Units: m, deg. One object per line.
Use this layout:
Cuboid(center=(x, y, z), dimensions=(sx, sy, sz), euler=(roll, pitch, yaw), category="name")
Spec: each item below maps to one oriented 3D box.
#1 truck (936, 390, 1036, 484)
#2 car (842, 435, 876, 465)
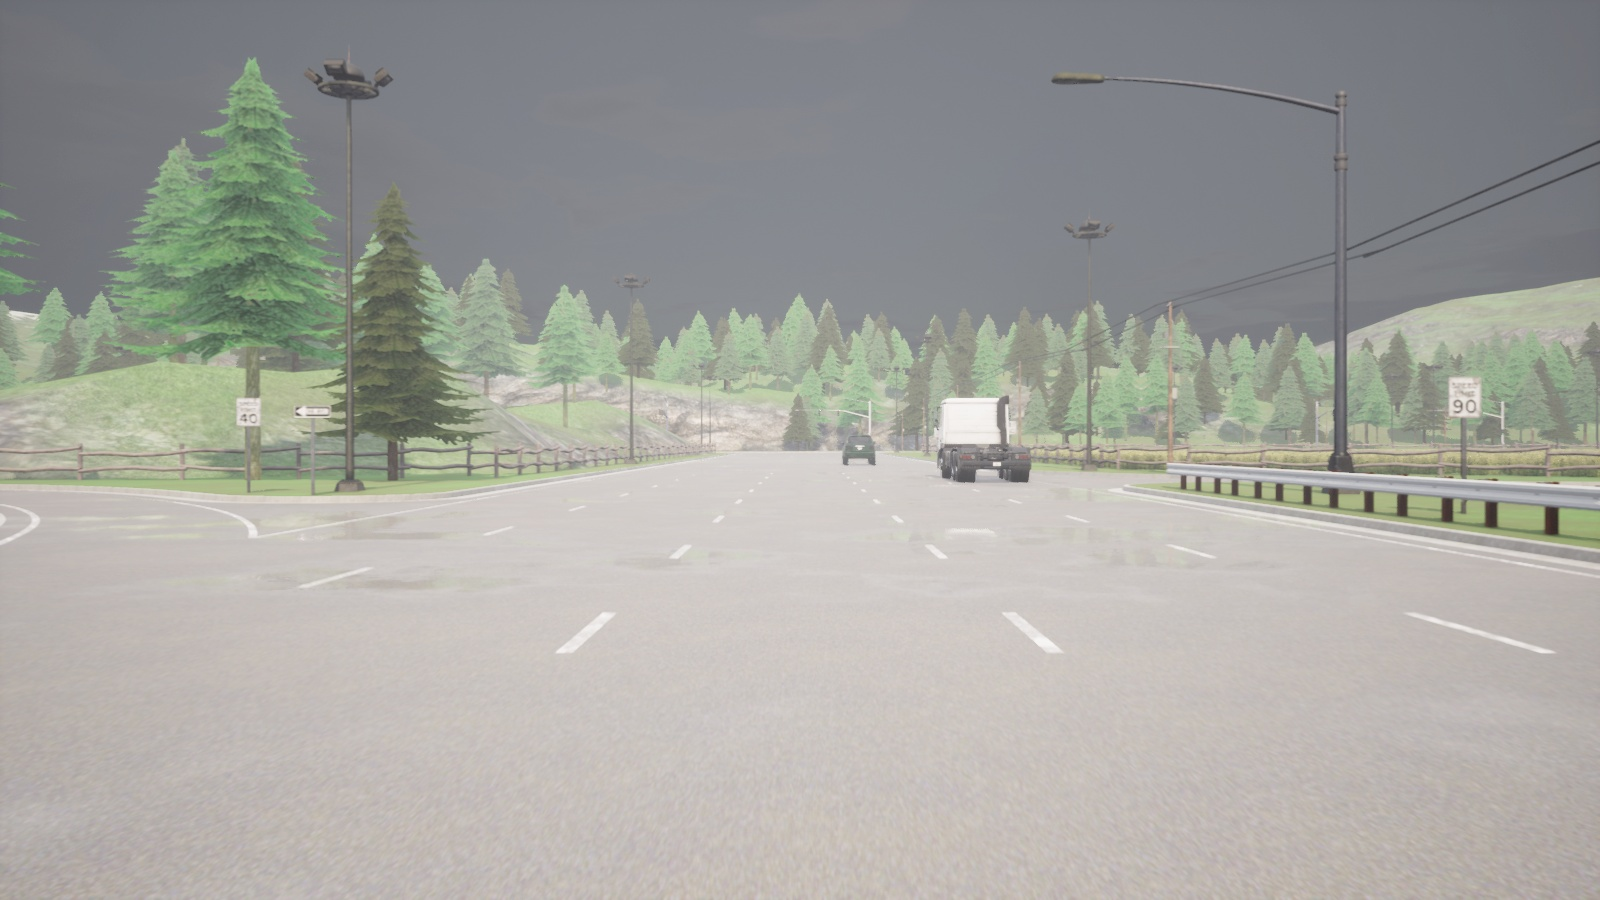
Cuboid(center=(7.300, -0.513, 50.391), dimensions=(2.891, 3.462, 7.936), euler=(0, 0, 0), category="truck")
Cuboid(center=(4.001, -0.017, 86.175), dimensions=(2.150, 2.045, 5.566), euler=(0, 0, 0), category="car")
